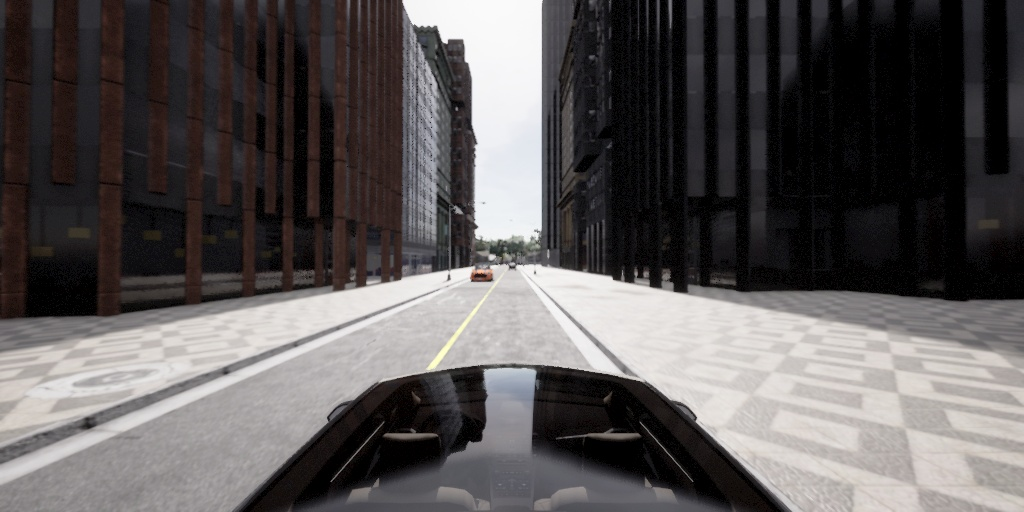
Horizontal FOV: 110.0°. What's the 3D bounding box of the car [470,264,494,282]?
[{"bbox_3d":[-2.994,1.645,36.354,2.097,1.767,4.553,0,-1,1],"label":"car"}]
